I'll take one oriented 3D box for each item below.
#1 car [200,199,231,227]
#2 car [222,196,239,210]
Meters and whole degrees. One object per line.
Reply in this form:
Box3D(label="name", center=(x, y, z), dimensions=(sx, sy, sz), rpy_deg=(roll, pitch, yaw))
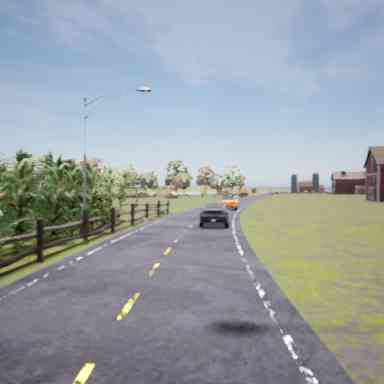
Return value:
Box3D(label="car", center=(1.578, 1.467, 22.581), dimensions=(1.837, 1.490, 4.892), rpy_deg=(0, 0, 7))
Box3D(label="car", center=(4.646, 1.254, 40.913), dimensions=(2.097, 1.767, 4.553), rpy_deg=(0, 0, 12))
